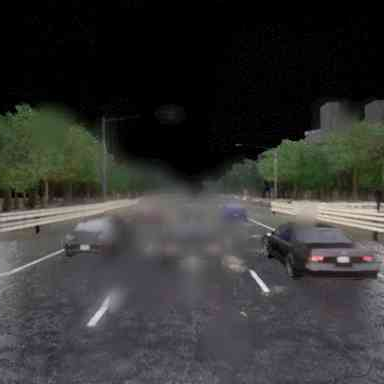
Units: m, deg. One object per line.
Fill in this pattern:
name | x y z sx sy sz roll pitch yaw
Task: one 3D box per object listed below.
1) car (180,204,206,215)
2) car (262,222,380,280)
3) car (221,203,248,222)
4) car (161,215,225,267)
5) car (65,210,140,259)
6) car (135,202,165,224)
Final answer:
car | 0.056 1.733 27.443 1.837 1.490 4.892 0 0 0
car | 3.530 1.638 10.239 2.033 1.411 5.357 0 0 0
car | 3.566 1.711 28.559 1.882 1.535 5.008 0 0 1
car | 0.045 1.705 11.793 1.895 1.301 4.718 0 0 0
car | -3.442 1.640 13.062 1.812 1.442 4.674 0 0 1
car | -3.445 1.578 27.328 2.097 1.767 4.553 0 0 0
